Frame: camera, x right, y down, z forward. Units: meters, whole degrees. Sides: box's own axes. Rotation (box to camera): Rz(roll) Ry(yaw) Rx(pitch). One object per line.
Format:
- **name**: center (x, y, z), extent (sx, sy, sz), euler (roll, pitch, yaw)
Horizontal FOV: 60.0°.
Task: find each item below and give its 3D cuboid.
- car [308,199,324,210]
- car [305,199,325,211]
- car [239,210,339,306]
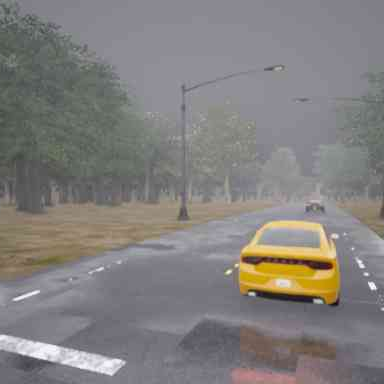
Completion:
- **car**: center (17.067, 1.638, 45.709), extent (2.033, 1.411, 5.357), euler (0, -1, 21)
- **car**: center (13.521, 1.492, 36.439), extent (1.812, 1.442, 4.674), euler (0, 0, 22)
- **car**: center (2.503, 1.443, 8.169), extent (1.882, 1.535, 5.008), euler (0, 0, 21)
